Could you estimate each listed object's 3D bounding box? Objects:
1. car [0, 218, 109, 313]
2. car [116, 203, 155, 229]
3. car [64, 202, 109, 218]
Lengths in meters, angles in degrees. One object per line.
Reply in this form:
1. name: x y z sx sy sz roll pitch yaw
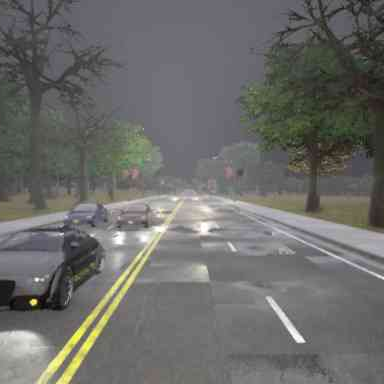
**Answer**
1. car: -3.375 1.527 7.562 1.994 1.385 4.181 0 0 0
2. car: -3.420 1.411 20.830 1.812 1.442 4.674 0 1 0
3. car: -6.671 1.416 21.523 1.812 1.442 4.674 0 0 0
